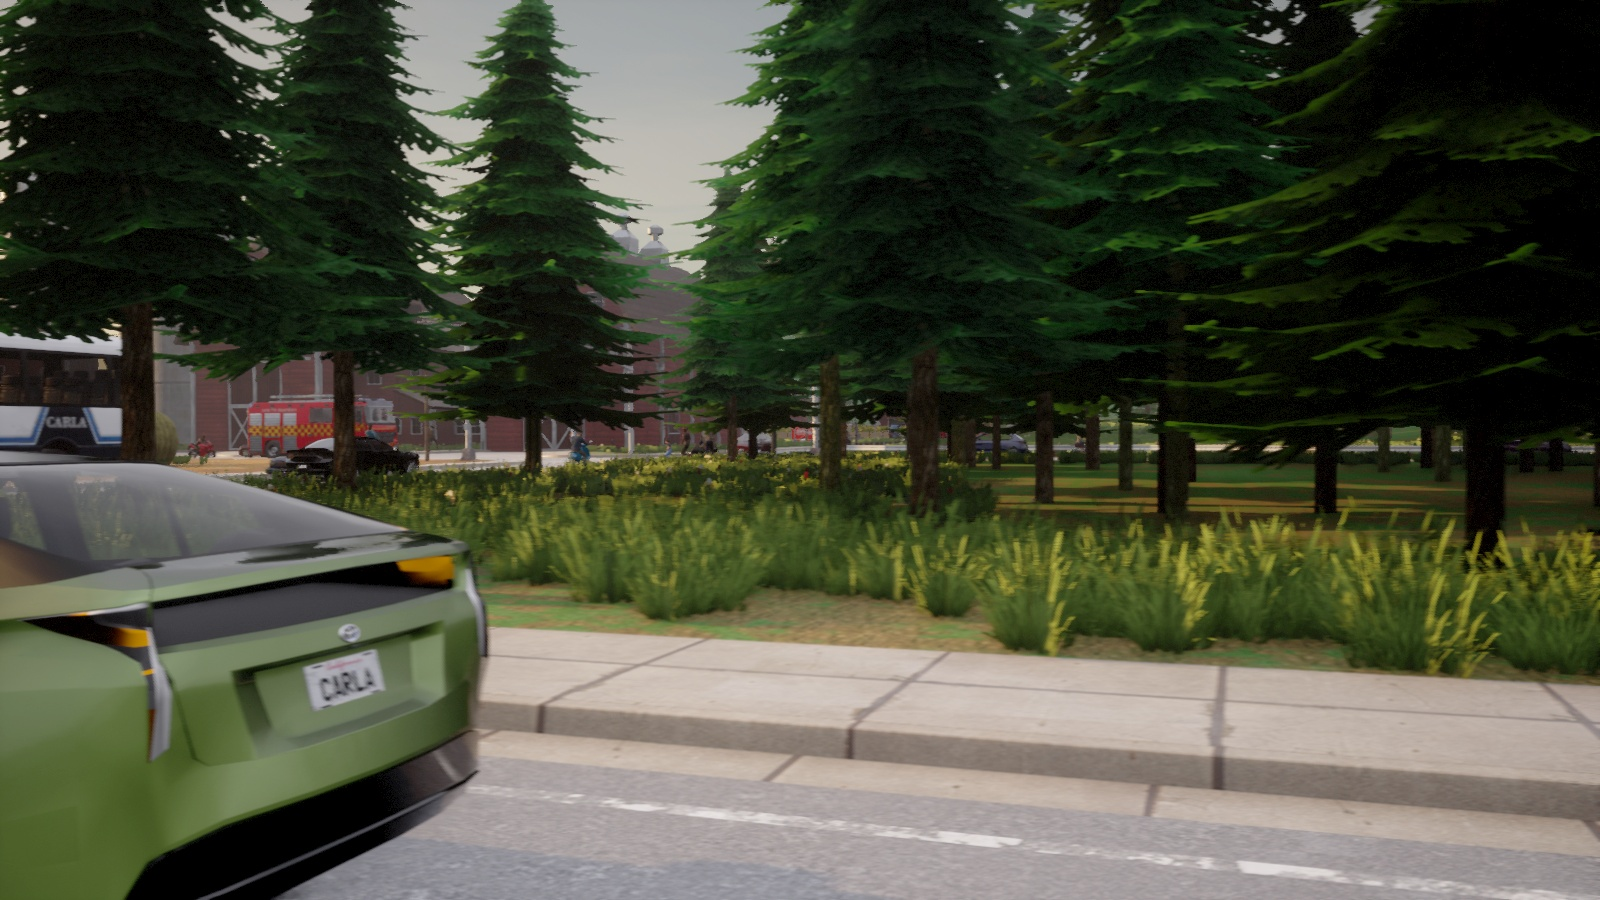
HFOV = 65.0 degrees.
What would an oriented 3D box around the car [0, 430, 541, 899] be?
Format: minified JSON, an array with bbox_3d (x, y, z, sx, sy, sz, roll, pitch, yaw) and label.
[{"bbox_3d":[-3.402,0.694,4.360,4.514,1.525,2.007,0,1,19],"label":"car"}]

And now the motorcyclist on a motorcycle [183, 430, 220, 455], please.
[{"bbox_3d":[-36.382,-0.460,76.328,2.044,1.523,0.797,0,1,16],"label":"motorcyclist on a motorcycle"}]

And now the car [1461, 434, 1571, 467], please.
[{"bbox_3d":[33.673,0.011,59.189,4.193,1.474,1.816,0,1,18],"label":"car"}]

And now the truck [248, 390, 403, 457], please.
[{"bbox_3d":[-27.846,-1.551,73.799,8.468,3.827,2.891,0,1,16],"label":"truck"}]

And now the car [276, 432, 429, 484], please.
[{"bbox_3d":[-13.901,0.191,39.387,1.882,1.535,5.008,0,1,17],"label":"car"}]

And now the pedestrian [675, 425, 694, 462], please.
[{"bbox_3d":[-5.670,-0.314,61.495,0.869,1.805,0.328,0,1,19],"label":"pedestrian"}]

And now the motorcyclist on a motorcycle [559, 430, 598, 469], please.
[{"bbox_3d":[-9.443,-0.043,53.579,0.866,1.590,1.817,0,2,17],"label":"motorcyclist on a motorcycle"}]

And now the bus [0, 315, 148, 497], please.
[{"bbox_3d":[-20.782,-1.022,29.126,3.944,4.253,10.273,0,1,17],"label":"bus"}]

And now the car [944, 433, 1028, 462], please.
[{"bbox_3d":[9.824,-0.160,66.382,4.193,1.474,1.816,0,1,16],"label":"car"}]

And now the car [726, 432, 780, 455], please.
[{"bbox_3d":[-3.150,-0.472,85.294,2.163,1.488,4.792,0,1,17],"label":"car"}]

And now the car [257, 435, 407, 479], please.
[{"bbox_3d":[-16.185,0.186,43.797,2.033,1.411,5.357,0,1,17],"label":"car"}]

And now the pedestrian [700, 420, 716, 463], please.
[{"bbox_3d":[-4.262,-0.399,58.171,0.423,1.949,0.788,0,1,19],"label":"pedestrian"}]
